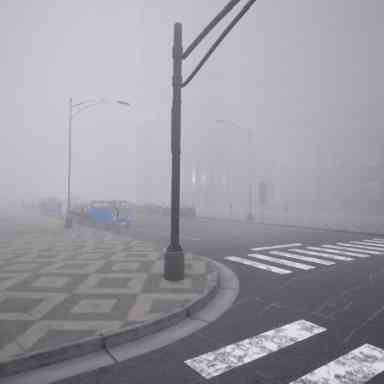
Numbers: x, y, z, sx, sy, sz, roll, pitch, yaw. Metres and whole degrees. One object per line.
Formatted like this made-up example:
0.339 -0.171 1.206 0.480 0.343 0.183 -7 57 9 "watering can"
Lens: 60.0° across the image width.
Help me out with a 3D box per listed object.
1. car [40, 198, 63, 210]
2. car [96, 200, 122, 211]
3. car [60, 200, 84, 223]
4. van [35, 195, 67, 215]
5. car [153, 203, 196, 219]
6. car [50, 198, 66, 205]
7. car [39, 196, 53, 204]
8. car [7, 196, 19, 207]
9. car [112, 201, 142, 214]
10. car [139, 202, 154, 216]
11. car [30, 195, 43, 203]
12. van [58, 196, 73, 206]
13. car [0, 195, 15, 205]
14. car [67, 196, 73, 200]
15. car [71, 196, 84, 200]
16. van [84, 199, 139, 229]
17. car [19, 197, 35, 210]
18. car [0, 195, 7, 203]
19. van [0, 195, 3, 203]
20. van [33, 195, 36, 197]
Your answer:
-19.687 1.658 46.520 1.837 1.490 4.892 1 -1 -35 "car"
-11.096 1.754 44.366 1.752 1.417 4.829 1 -1 -35 "car"
-8.422 1.559 25.771 1.887 1.381 4.507 1 -1 -35 "car"
-14.797 1.397 34.797 1.690 1.788 3.998 1 -1 -35 "van"
-1.427 1.710 30.693 1.887 1.381 4.507 1 -1 -35 "car"
-26.951 1.885 66.783 2.008 1.369 4.403 1 -1 -35 "car"
-33.331 1.818 75.806 1.967 1.590 4.097 1 -1 -35 "car"
-27.553 1.692 52.843 2.008 1.369 4.403 1 -1 -35 "car"
-7.808 1.751 39.715 1.887 1.381 4.507 1 -1 -35 "car"
-4.617 1.730 35.204 1.887 1.381 4.507 1 -1 -35 "car"
-39.711 1.736 84.830 2.192 1.841 5.009 1 -1 -35 "car"
-23.758 1.654 62.274 1.690 1.788 3.998 1 -1 -35 "van"
-37.021 1.730 66.240 1.752 1.417 4.829 1 -1 -35 "car"
-20.568 1.607 57.763 2.192 1.841 5.009 1 -1 -35 "car"
-17.379 1.815 53.249 1.887 1.381 4.507 1 -1 -35 "car"
-5.232 1.335 21.261 1.690 1.788 3.998 1 -1 -35 "van"
-21.177 1.680 43.819 1.802 1.307 4.206 1 -1 -35 "car"
-43.493 1.564 75.405 2.192 1.841 5.009 1 -1 -35 "car"
-46.683 1.612 79.917 1.690 1.788 3.998 1 -1 -35 "van"
-36.520 1.740 80.318 1.690 1.788 3.998 1 -1 -35 "van"
